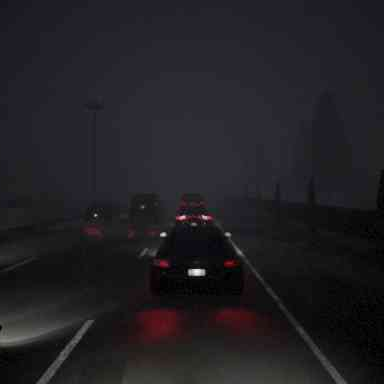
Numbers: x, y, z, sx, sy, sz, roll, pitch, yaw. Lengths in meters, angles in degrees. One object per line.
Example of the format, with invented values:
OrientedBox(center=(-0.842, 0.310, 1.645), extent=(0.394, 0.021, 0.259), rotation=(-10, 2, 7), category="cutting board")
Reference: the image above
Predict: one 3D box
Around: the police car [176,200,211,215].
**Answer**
OrientedBox(center=(0.096, 1.431, 18.459), extent=(2.038, 1.542, 4.974), rotation=(0, 0, 0), category="police car")

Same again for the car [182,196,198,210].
OrientedBox(center=(-0.315, 1.298, 41.907), extent=(1.801, 1.575, 5.366), rotation=(0, 0, -2), category="car")

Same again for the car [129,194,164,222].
OrientedBox(center=(-3.437, 1.126, 25.740), extent=(2.150, 2.045, 5.566), rotation=(0, 0, -1), category="car")

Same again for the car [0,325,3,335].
OrientedBox(center=(-3.401, 1.539, 1.884), extent=(2.033, 1.411, 5.357), rotation=(0, 0, 0), category="car")

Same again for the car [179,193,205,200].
OrientedBox(center=(-0.012, 1.108, 30.443), extent=(2.150, 2.045, 5.566), rotation=(0, 0, -1), category="car")

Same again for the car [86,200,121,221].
OrientedBox(center=(-6.944, 1.405, 26.316), extent=(1.837, 1.490, 4.892), rotation=(0, 0, -1), category="car")

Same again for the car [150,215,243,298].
OrientedBox(center=(0.098, 1.532, 8.518), extent=(1.994, 1.385, 4.181), rotation=(0, 0, 0), category="car")
